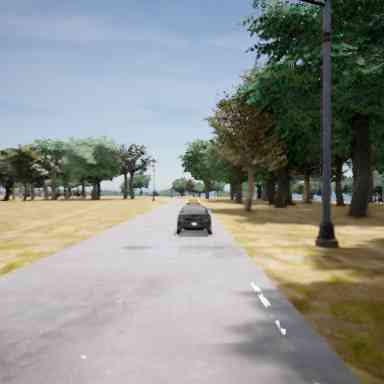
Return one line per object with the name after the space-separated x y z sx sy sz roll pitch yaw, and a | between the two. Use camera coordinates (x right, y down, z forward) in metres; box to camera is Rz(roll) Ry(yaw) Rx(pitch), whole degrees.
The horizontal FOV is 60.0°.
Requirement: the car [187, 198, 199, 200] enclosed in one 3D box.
0.125 1.480 38.527 1.882 1.535 5.008 0 0 0 | car

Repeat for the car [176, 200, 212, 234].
0.113 1.482 19.430 1.882 1.535 5.008 0 0 0 | car
